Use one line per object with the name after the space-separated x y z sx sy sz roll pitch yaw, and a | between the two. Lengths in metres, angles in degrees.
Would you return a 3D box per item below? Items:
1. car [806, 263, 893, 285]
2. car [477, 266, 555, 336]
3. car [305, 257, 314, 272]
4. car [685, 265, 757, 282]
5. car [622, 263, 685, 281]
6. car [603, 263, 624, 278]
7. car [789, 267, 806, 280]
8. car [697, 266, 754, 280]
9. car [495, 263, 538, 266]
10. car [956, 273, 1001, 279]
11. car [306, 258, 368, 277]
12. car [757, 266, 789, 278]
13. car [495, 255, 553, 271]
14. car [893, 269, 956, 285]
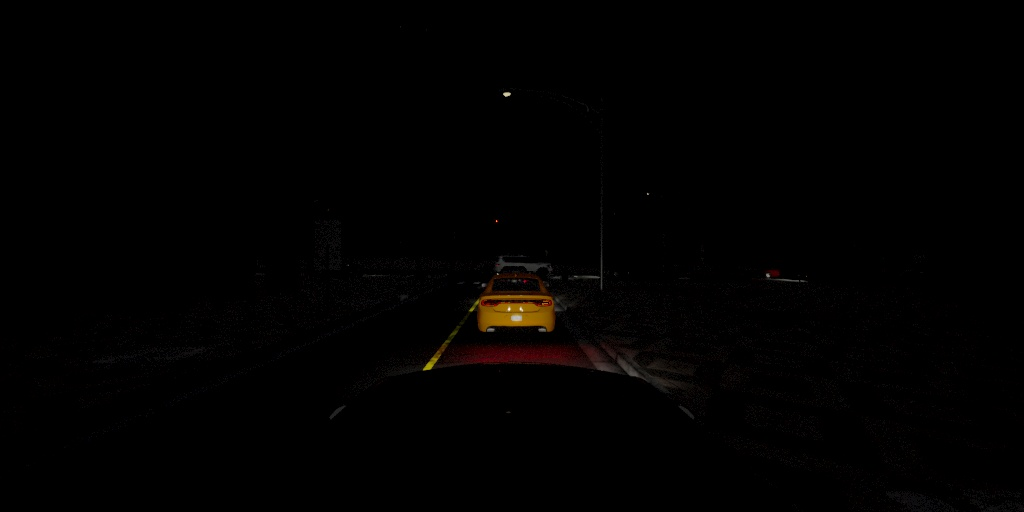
29.070 1.538 30.974 5.009 1.841 2.192 0 0 0 | car
0.103 1.227 10.430 1.882 1.535 5.008 0 0 0 | car
-16.708 0.887 33.664 4.553 1.767 2.097 1 0 0 | car
17.953 1.568 30.981 4.829 1.417 1.751 0 0 0 | car
12.141 1.522 30.985 4.313 1.339 1.948 0 0 0 | car
11.899 1.454 36.843 4.892 1.490 1.837 1 0 0 | car
31.882 1.770 36.821 4.892 1.490 1.837 1 0 0 | car
21.817 1.704 36.836 4.718 1.301 1.895 1 0 0 | car
0.110 1.296 20.257 2.033 1.411 5.357 0 0 0 | car
40.364 1.993 30.967 4.207 1.307 1.802 0 0 0 | car
-14.767 1.115 30.905 4.403 1.370 2.007 0 0 0 | car
29.083 1.763 39.499 4.507 1.381 1.888 0 0 0 | car
1.077 0.976 33.651 5.566 2.045 2.150 0 0 0 | car
34.714 1.861 30.970 4.507 1.381 1.888 0 0 0 | car
